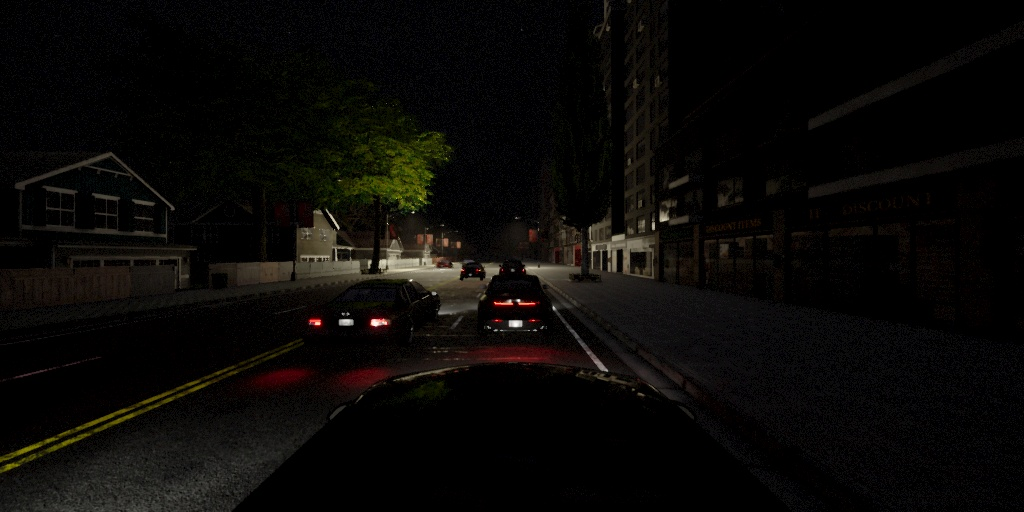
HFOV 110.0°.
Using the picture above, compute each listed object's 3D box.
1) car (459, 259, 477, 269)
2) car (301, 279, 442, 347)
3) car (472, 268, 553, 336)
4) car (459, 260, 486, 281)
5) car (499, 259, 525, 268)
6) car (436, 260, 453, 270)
[{"bbox_3d":[-6.724,1.258,55.411,2.033,1.411,5.357,0,0,0],"label":"car"},{"bbox_3d":[-3.168,1.297,9.269,2.033,1.411,5.357,0,0,-1],"label":"car"},{"bbox_3d":[0.072,1.254,10.365,1.837,1.490,4.892,0,0,0],"label":"car"},{"bbox_3d":[-3.247,1.265,30.172,1.812,1.442,4.674,0,0,0],"label":"car"},{"bbox_3d":[0.013,1.093,28.646,2.097,1.767,4.553,0,0,-1],"label":"car"},{"bbox_3d":[-9.985,1.279,53.241,1.994,1.385,4.181,0,0,0],"label":"car"}]
